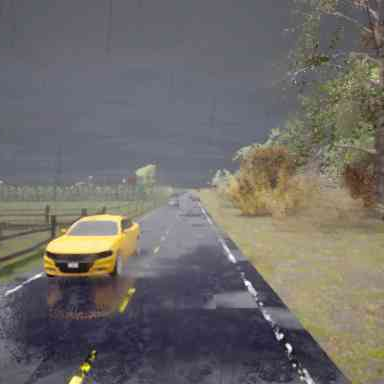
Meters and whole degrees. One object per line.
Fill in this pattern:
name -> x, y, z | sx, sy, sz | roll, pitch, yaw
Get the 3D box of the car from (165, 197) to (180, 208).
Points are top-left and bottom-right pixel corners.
car -> -2.813, 1.495, 48.659 | 2.128, 1.511, 4.902 | 0, 0, 0

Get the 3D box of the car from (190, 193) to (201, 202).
car -> 0.969, 1.492, 73.990 | 1.812, 1.442, 4.674 | 0, 0, 0

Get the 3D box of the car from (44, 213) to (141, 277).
car -> -2.835, 1.488, 10.446 | 1.882, 1.535, 5.008 | 0, 0, 0
